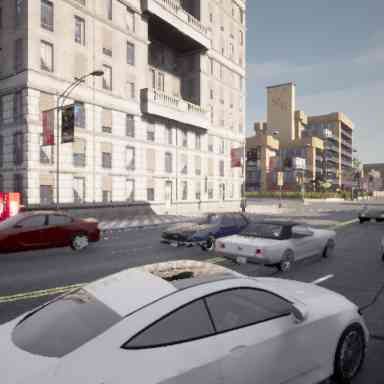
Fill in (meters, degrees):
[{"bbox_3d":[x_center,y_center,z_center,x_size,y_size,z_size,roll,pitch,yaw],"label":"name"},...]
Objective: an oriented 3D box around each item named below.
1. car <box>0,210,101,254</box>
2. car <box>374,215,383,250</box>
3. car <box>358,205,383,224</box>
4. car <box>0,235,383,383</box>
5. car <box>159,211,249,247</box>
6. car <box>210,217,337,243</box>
[{"bbox_3d":[-5.911,1.465,12.369,5.008,1.535,1.882,0,0,-40],"label":"car"},{"bbox_3d":[7.711,1.522,11.084,1.812,1.442,4.674,0,0,41],"label":"car"},{"bbox_3d":[13.434,1.590,24.007,1.895,1.301,4.718,0,0,37],"label":"car"},{"bbox_3d":[0.090,1.523,3.680,4.674,1.442,1.812,0,0,-37],"label":"car"},{"bbox_3d":[1.135,1.538,14.182,2.033,1.411,5.357,0,0,42],"label":"car"},{"bbox_3d":[2.942,1.595,10.797,1.895,1.301,4.718,0,0,45],"label":"car"}]
